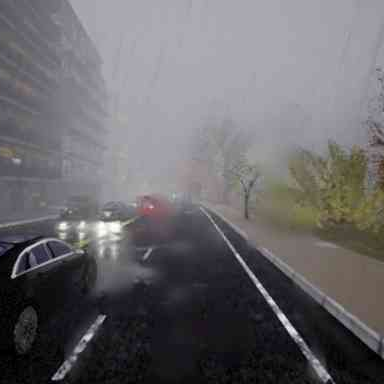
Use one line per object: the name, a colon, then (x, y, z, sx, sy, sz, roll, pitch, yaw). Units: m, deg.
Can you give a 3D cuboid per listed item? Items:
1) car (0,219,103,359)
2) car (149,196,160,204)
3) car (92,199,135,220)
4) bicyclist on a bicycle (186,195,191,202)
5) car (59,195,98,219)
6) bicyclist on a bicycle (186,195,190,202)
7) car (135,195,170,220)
car: (-3.168, 1.505, 5.963, 2.128, 1.511, 4.902, 0, 0, 0)
car: (-7.773, 1.679, 69.054, 2.128, 1.511, 4.902, 0, 0, -3)
car: (-6.618, 1.557, 28.532, 2.128, 1.511, 4.902, 0, 0, 0)
bicyclist on a bicycle: (-0.445, 1.527, 70.348, 0.659, 1.776, 1.843, 0, 0, -4)
car: (-9.869, 1.291, 29.776, 2.150, 2.045, 5.566, 0, 0, 0)
bicyclist on a bicycle: (-1.070, 1.610, 79.404, 0.866, 1.612, 1.509, 0, 0, -4)
car: (-3.164, 1.288, 28.758, 2.150, 2.045, 5.566, 0, 0, 0)
